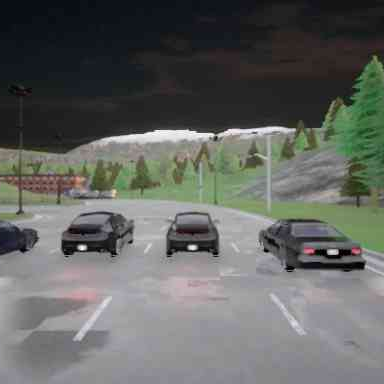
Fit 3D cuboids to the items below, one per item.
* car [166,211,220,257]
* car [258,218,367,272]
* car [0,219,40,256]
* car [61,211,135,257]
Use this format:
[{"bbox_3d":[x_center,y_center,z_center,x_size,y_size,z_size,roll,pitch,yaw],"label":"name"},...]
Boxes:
[{"bbox_3d":[0.040,1.503,12.989,1.837,1.490,4.892,0,0,1],"label":"car"},{"bbox_3d":[3.517,1.545,10.779,2.033,1.411,5.357,0,0,0],"label":"car"},{"bbox_3d":[-6.983,1.545,10.776,2.033,1.411,5.357,0,0,0],"label":"car"},{"bbox_3d":[-3.460,1.503,12.978,1.837,1.490,4.892,0,0,1],"label":"car"}]
